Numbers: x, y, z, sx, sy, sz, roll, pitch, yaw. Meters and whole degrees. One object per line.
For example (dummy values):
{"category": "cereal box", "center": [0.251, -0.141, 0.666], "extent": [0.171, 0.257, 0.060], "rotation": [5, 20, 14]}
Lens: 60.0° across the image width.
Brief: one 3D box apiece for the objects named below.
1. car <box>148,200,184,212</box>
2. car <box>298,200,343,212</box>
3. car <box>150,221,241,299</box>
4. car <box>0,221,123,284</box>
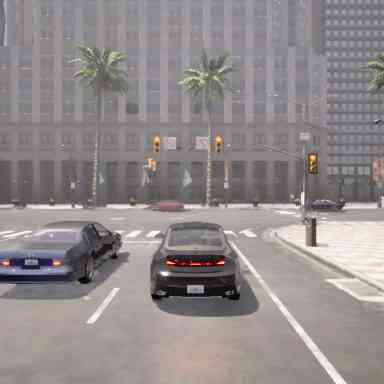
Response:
{"category": "car", "center": [-2.977, 1.564, 38.562], "extent": [4.181, 1.385, 1.994], "rotation": [0, 0, 0]}
{"category": "car", "center": [14.810, 1.601, 38.510], "extent": [4.718, 1.301, 1.895], "rotation": [0, 0, 0]}
{"category": "car", "center": [0.076, 1.505, 8.424], "extent": [1.837, 1.490, 4.892], "rotation": [0, 0, 0]}
{"category": "car", "center": [-3.421, 1.547, 9.618], "extent": [2.033, 1.411, 5.357], "rotation": [0, 0, 0]}
